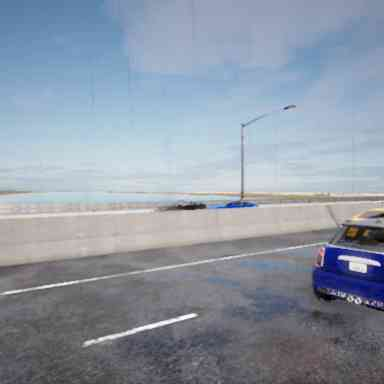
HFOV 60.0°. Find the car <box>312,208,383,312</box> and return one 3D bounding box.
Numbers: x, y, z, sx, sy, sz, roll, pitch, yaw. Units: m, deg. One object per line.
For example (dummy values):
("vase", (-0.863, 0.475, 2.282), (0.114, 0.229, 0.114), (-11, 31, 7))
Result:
("car", (4.623, 1.321, 7.021), (4.553, 1.767, 2.097), (0, 0, -35))

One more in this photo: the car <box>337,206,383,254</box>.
("car", (8.414, 1.419, 13.987), (5.008, 1.535, 1.882), (0, 0, -35))

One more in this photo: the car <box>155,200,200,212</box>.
("car", (-0.939, 1.427, 28.965), (4.902, 1.511, 2.128), (0, 0, -35))

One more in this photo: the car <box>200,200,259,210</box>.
("car", (3.470, 1.409, 27.757), (5.008, 1.535, 1.882), (0, 0, -35))
